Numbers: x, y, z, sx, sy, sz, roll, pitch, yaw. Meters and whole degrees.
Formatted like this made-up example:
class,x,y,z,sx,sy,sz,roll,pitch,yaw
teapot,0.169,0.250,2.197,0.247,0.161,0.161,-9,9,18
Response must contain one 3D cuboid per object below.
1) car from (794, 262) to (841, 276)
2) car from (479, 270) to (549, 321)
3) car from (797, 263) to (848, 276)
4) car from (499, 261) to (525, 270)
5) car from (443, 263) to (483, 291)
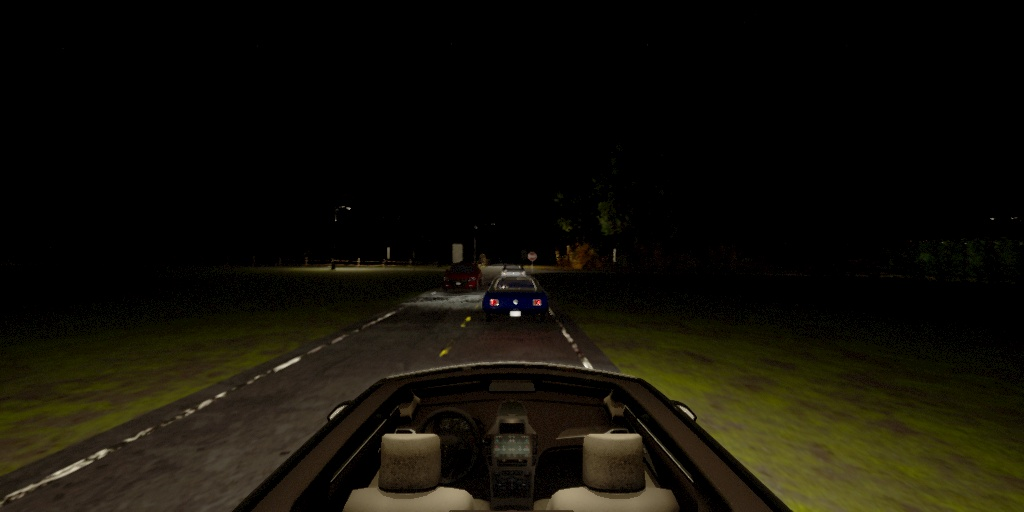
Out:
class,x,y,z,sx,sy,sz,roll,pitch,yaw
car,41.325,1.688,48.522,4.553,1.767,2.097,1,-1,0
car,0.102,1.330,12.287,1.895,1.301,4.718,0,0,0
car,39.924,1.752,45.707,5.008,1.535,1.882,1,-1,0
car,0.101,1.303,28.295,1.895,1.301,4.718,0,0,0
car,-2.837,1.190,21.506,1.882,1.535,5.008,0,0,0
